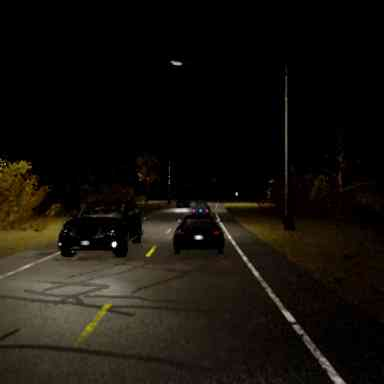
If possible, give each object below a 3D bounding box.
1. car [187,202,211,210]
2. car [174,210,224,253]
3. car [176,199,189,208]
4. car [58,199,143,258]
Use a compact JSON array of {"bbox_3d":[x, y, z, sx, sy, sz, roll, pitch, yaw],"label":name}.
[{"bbox_3d":[0.923,1.801,33.122,2.033,1.411,5.357,0,0,3],"label":"car"},{"bbox_3d":[0.286,1.677,14.337,1.994,1.385,4.181,0,0,1],"label":"car"},{"bbox_3d":[-1.444,1.876,54.327,2.128,1.511,4.902,0,0,5],"label":"car"},{"bbox_3d":[-3.433,1.326,13.645,2.150,2.045,5.566,0,0,1],"label":"car"}]
